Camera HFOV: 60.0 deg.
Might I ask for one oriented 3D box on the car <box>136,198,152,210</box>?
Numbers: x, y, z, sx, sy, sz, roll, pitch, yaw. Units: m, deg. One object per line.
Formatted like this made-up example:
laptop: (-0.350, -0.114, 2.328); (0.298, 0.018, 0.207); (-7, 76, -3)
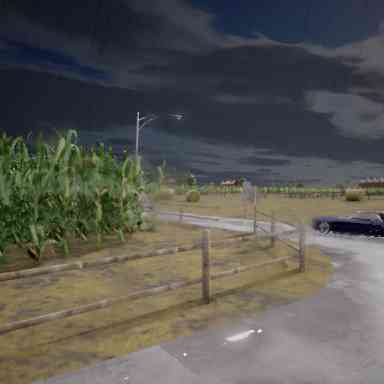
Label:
car: (-6.114, 1.327, 37.602); (1.895, 1.301, 4.718); (2, -1, -35)

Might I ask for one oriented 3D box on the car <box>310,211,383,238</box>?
car: (8.247, 1.549, 15.926); (4.718, 1.301, 1.895); (1, -1, 44)
